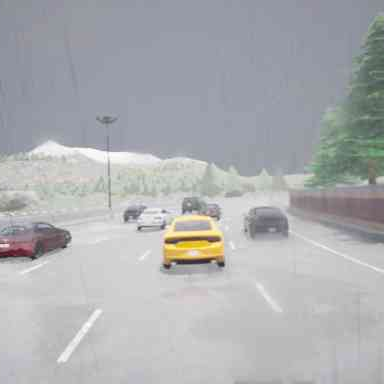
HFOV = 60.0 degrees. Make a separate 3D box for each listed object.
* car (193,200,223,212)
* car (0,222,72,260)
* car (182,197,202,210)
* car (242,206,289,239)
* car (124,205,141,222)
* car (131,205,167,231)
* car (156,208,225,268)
[{"bbox_3d":[1.716,1.770,30.120,2.033,1.411,5.357,-2,-1,9],"label":"car"},{"bbox_3d":[-6.821,1.974,14.269,1.994,1.385,4.181,-2,-1,2],"label":"car"},{"bbox_3d":[0.286,1.603,40.555,2.150,2.045,5.566,-2,0,13],"label":"car"},{"bbox_3d":[3.849,1.523,17.751,1.837,1.490,4.892,-3,-1,4],"label":"car"},{"bbox_3d":[-5.028,2.013,31.871,1.837,1.490,4.892,-3,-1,9],"label":"car"},{"bbox_3d":[-2.605,1.858,23.665,1.812,1.442,4.674,-2,0,6],"label":"car"},{"bbox_3d":[0.066,1.590,11.856,1.882,1.535,5.008,-2,-1,1],"label":"car"}]
